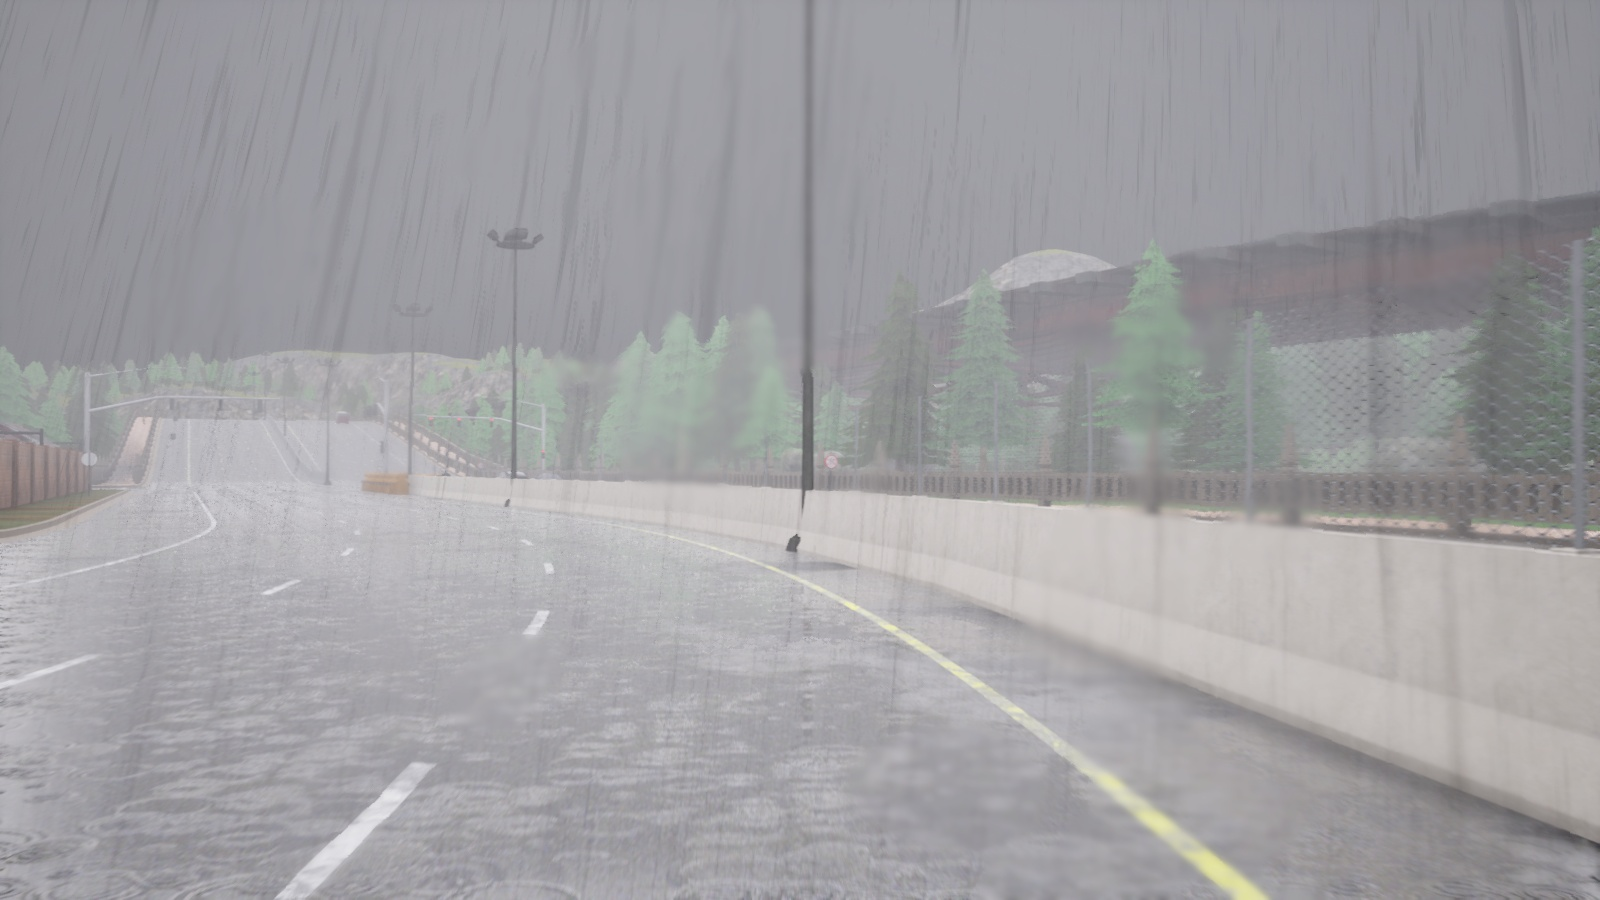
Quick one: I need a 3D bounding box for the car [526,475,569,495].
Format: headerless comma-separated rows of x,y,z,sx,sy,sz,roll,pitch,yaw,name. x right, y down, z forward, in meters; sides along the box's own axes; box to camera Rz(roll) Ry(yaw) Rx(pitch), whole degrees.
-18.089,2.463,89.963,1.994,1.385,4.181,0,-1,-26,car

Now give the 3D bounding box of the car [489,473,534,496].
-19.594,2.330,85.117,1.837,1.490,4.892,0,-1,-26,car
